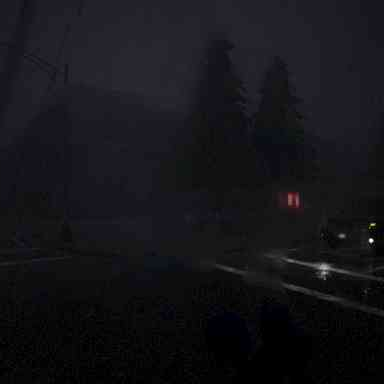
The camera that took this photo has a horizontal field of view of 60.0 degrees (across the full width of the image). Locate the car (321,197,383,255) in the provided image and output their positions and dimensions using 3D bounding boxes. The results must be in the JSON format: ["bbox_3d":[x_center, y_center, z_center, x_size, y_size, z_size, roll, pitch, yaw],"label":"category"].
[{"bbox_3d":[7.682,1.248,13.754,5.566,2.045,2.150,0,0,-37],"label":"car"}]
